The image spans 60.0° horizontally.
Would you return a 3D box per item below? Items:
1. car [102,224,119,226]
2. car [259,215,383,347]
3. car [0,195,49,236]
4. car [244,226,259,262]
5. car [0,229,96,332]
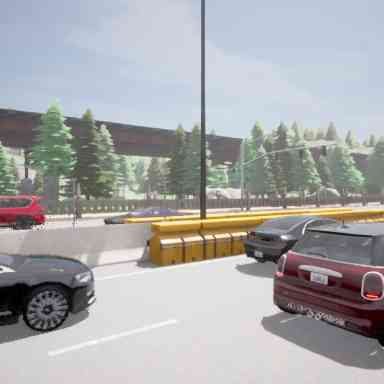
[{"bbox_3d":[-2.385,1.548,19.372,5.357,1.411,2.033,0,0,-35],"label":"car"},{"bbox_3d":[3.688,1.352,6.378,4.553,1.767,2.097,0,0,-36],"label":"car"},{"bbox_3d":[-10.833,1.223,17.723,5.566,2.045,2.150,0,0,-35],"label":"car"},{"bbox_3d":[3.841,1.505,10.783,4.892,1.490,1.837,0,0,-36],"label":"car"},{"bbox_3d":[-4.026,1.492,5.175,4.902,1.511,2.128,0,0,-35],"label":"car"}]
